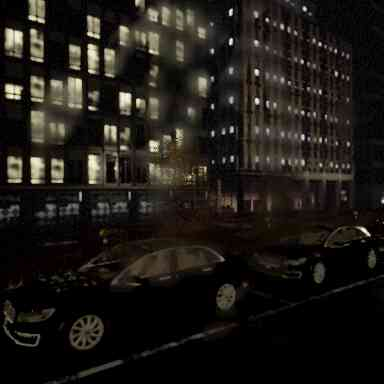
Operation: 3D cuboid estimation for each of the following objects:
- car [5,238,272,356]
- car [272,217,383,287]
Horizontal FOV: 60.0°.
[{"bbox_3d":[-0.851,1.566,5.990,4.403,1.369,2.008,0,0,-37],"label":"car"},{"bbox_3d":[3.586,1.553,9.280,4.403,1.369,2.008,0,0,-37],"label":"car"}]
